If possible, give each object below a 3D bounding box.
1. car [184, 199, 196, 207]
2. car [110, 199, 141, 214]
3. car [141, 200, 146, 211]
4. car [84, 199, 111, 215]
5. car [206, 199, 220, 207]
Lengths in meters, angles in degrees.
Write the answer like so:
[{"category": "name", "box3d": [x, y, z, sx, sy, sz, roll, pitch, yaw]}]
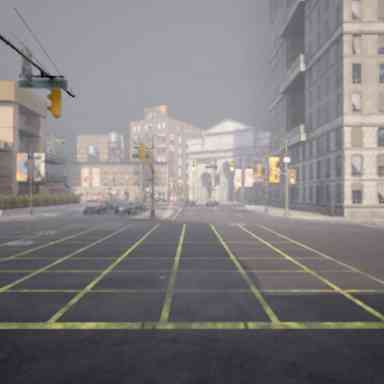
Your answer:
[{"category": "car", "box3d": [-0.403, 2.118, 66.606, 2.128, 1.511, 4.902, 0, -1, -8]}, {"category": "car", "box3d": [-8.028, 1.869, 40.338, 2.128, 1.511, 4.902, 0, -1, 0]}, {"category": "car", "box3d": [-8.035, 1.970, 49.715, 1.837, 1.490, 4.892, 0, -1, 0]}, {"category": "car", "box3d": [-11.525, 1.901, 40.025, 1.812, 1.442, 4.674, 0, -1, 0]}, {"category": "car", "box3d": [4.167, 2.183, 66.634, 1.994, 1.385, 4.181, 0, -1, 20]}]
